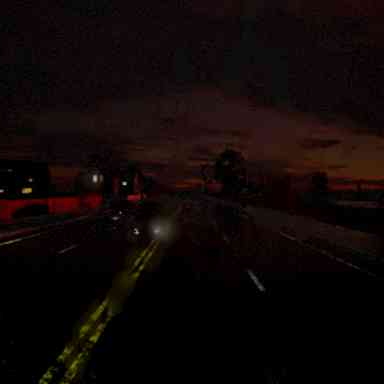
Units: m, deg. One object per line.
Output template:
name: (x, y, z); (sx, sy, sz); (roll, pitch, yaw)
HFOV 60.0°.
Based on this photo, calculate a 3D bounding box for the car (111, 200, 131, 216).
car: (-6.602, 1.544, 33.345); (2.033, 1.411, 5.357); (0, 0, 0)

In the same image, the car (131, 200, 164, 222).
car: (-3.355, 1.472, 26.805); (1.882, 1.535, 5.008); (0, 0, 0)
